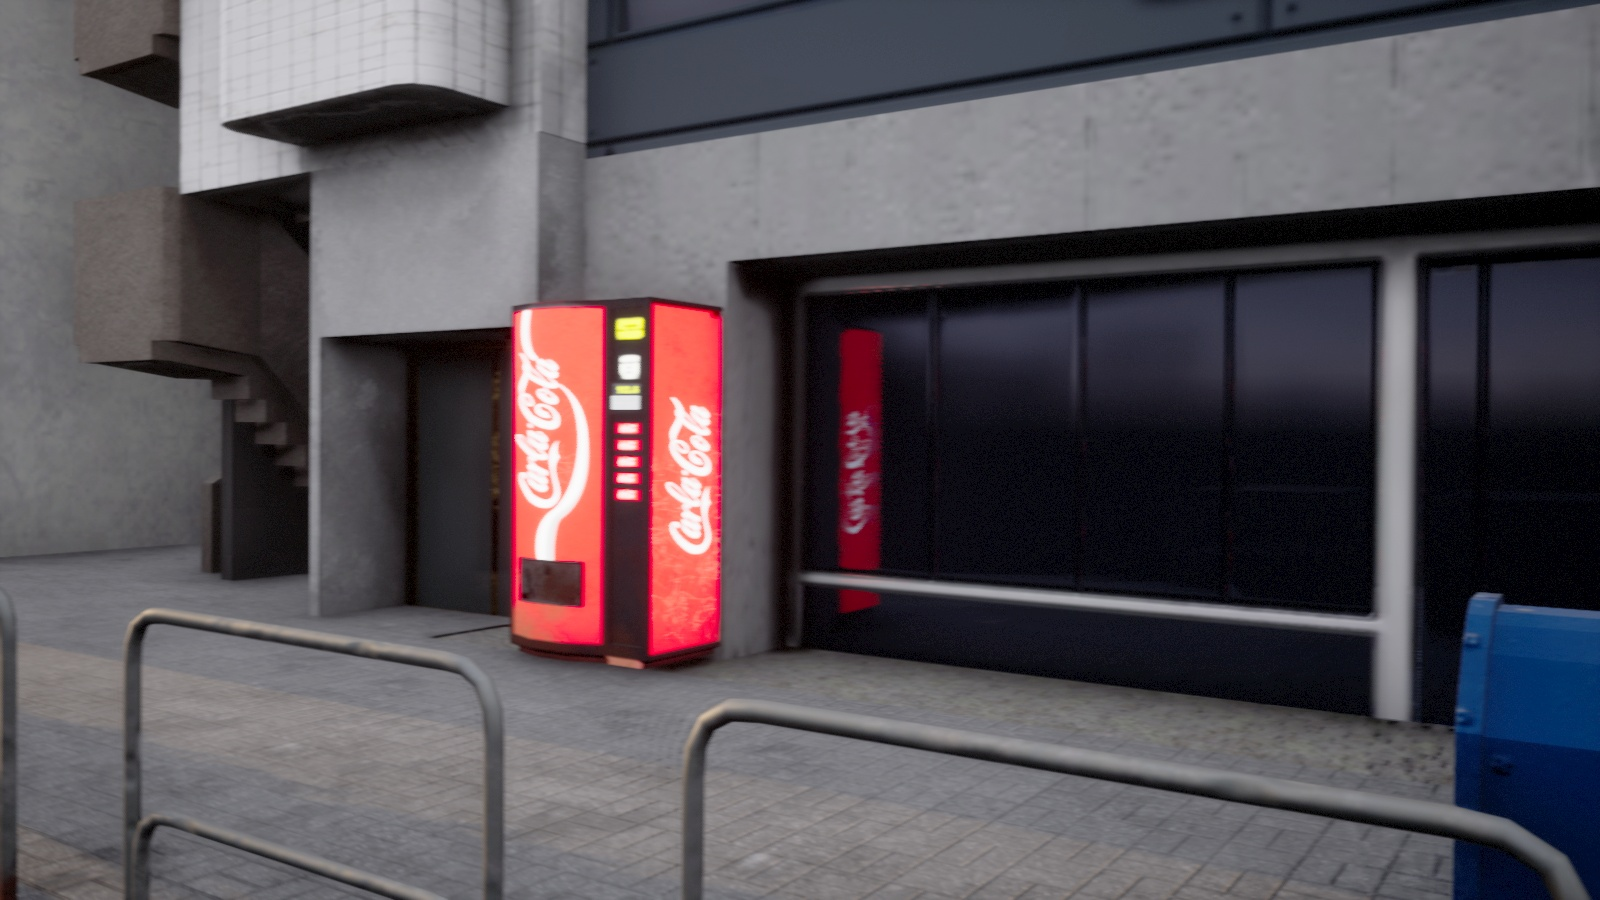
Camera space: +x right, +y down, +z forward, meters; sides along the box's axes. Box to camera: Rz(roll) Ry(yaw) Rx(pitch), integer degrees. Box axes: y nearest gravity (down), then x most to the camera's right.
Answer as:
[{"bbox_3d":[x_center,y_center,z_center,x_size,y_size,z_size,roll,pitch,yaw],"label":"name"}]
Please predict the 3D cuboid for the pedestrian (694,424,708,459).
[{"bbox_3d":[-5.309,-0.436,67.172,0.376,1.854,0.720,0,1,33],"label":"pedestrian"}]
